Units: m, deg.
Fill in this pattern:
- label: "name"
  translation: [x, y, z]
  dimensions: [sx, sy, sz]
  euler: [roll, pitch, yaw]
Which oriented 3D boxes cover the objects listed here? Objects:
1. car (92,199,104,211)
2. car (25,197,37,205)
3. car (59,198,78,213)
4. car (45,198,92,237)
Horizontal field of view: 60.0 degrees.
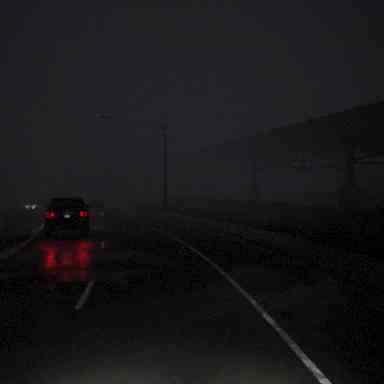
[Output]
- label: "car"
  translation: [-13.048, 1.756, 45.202]
  dimensions: [2.128, 1.511, 4.902]
  euler: [0, -1, -20]
- label: "car"
  translation: [-32.647, 1.857, 67.623]
  dimensions: [2.128, 1.511, 4.902]
  euler: [0, 0, -20]
- label: "car"
  translation: [-15.407, 1.626, 41.498]
  dimensions: [2.097, 1.767, 4.553]
  euler: [0, 0, -20]
- label: "car"
  translation: [-7.172, 1.332, 19.192]
  dimensions: [2.150, 2.045, 5.566]
  euler: [0, 0, -20]
